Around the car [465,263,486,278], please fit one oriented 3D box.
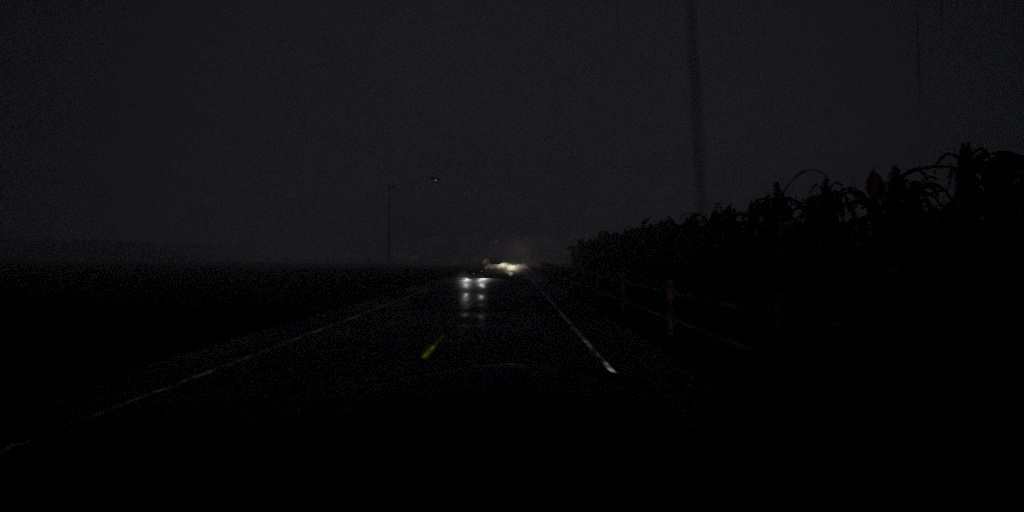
[{"bbox_3d":[-3.594,1.389,35.983,1.812,1.442,4.674,0,0,0],"label":"car"}]
